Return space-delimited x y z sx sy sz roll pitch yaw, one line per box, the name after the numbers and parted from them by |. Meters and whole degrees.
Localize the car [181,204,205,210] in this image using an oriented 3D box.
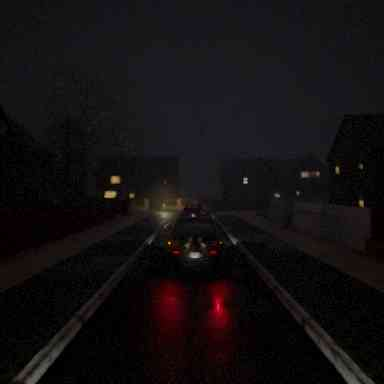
0.083 1.614 25.459 1.994 1.385 4.181 0 0 0 | car

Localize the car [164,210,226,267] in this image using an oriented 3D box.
0.086 1.549 11.339 1.812 1.442 4.674 0 0 0 | car
